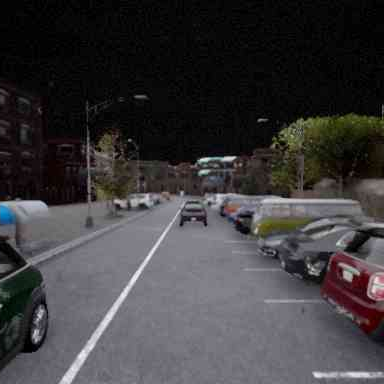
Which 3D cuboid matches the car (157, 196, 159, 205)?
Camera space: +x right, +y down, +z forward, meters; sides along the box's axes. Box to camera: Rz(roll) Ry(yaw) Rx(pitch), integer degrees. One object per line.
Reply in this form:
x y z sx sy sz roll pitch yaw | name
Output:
-7.673 1.590 48.457 4.674 1.452 2.002 0 0 0 | car

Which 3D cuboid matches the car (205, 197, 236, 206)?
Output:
4.649 1.560 55.623 5.008 1.535 2.097 0 0 0 | car

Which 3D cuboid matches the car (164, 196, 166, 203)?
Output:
-7.681 1.568 60.209 4.892 1.521 2.231 0 0 0 | car

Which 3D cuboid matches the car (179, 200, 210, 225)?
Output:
0.103 1.539 24.151 1.837 1.490 4.892 0 0 0 | car

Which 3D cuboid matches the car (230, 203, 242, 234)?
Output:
4.647 1.504 16.637 5.008 1.535 2.097 0 0 0 | car

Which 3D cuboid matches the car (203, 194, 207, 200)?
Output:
4.627 1.305 52.829 5.566 2.045 2.435 0 0 0 | car

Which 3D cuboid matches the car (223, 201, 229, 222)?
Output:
4.650 1.552 22.099 4.674 1.452 2.002 0 0 0 | car

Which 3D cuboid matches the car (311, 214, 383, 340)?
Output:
4.619 1.362 5.339 4.553 1.767 2.185 0 0 0 | car

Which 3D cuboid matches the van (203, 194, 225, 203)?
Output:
4.539 1.349 69.588 4.442 1.987 1.878 0 0 0 | van

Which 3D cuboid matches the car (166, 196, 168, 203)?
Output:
-7.859 1.568 63.272 5.366 1.575 1.946 0 0 0 | car

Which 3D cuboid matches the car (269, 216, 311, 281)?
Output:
4.645 1.493 8.131 4.892 1.521 2.231 0 0 0 | car

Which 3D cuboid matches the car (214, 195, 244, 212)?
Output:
4.622 1.399 30.480 4.553 1.767 2.185 0 0 0 | car

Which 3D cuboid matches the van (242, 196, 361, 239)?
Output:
4.535 1.274 13.718 4.442 1.987 1.878 0 0 0 | van

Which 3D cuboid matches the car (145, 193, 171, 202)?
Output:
-7.645 1.262 74.926 5.566 2.045 2.435 0 1 0 | car

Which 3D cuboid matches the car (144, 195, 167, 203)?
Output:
-7.643 1.449 69.154 4.553 1.767 2.185 0 0 0 | car

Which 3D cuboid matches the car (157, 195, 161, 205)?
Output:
-7.672 1.594 51.520 4.674 1.452 2.002 0 0 0 | car

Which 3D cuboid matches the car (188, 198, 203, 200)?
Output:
0.103 1.564 41.552 1.837 1.490 4.892 0 0 0 | car

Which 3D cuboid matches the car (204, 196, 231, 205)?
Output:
4.649 1.570 61.335 4.892 1.521 2.231 0 0 0 | car

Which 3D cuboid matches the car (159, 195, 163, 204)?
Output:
-7.704 1.588 54.459 4.792 1.488 2.163 0 0 0 | car

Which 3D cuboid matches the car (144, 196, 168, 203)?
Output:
-7.679 1.556 71.984 5.008 1.535 2.097 0 0 0 | car

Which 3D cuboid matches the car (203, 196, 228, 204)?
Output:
4.662 1.578 66.795 4.892 1.521 2.231 0 0 0 | car

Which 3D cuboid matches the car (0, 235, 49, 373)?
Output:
-3.137 1.356 3.102 2.097 1.767 4.553 0 0 -3 | car

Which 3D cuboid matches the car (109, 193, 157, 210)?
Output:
-7.704 1.290 42.706 5.566 2.045 2.435 0 0 0 | car

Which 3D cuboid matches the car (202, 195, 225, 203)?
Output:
4.650 1.553 72.397 4.892 1.521 2.231 0 1 0 | car

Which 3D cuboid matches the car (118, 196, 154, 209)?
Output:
-7.644 1.420 45.519 4.553 1.767 2.185 0 0 0 | car

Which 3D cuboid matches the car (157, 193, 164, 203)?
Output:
-7.706 1.437 57.397 4.553 1.767 2.185 0 0 0 | car

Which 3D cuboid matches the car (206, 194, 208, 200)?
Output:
4.686 1.423 47.367 4.553 1.767 2.185 0 0 0 | car

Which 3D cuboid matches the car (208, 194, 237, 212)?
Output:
4.681 1.277 33.275 5.566 2.045 2.435 0 0 0 | car

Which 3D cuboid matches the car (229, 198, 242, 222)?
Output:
4.683 1.383 19.307 4.553 1.767 2.185 0 0 0 | car

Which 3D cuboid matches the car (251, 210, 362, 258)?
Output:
4.657 1.497 10.925 4.892 1.521 2.231 0 0 0 | car

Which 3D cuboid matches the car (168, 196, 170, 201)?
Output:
-7.489 1.572 66.212 5.366 1.575 1.946 0 0 0 | car

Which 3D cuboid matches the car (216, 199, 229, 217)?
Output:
4.681 1.550 27.688 4.792 1.488 2.163 0 0 0 | car
